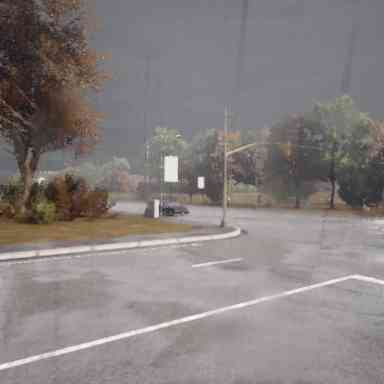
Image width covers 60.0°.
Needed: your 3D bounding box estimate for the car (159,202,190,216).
[{"bbox_3d":[-2.251,1.709,34.871,2.033,1.411,5.357,1,0,-32],"label":"car"}]
